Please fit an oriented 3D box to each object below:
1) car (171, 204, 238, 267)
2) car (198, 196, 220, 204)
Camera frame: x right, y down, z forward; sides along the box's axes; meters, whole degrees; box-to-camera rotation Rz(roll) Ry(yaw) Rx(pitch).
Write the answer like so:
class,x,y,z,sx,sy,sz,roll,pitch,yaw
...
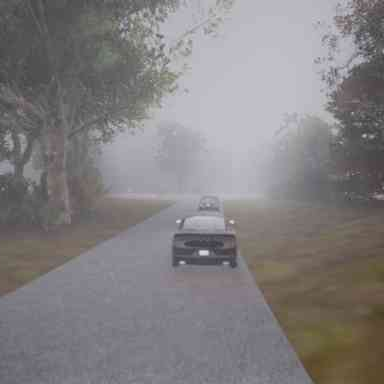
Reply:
class,x,y,z,sx,sy,sz,roll,pitch,yaw
car,0.437,1.405,11.230,1.882,1.535,5.008,0,1,3
car,1.531,1.040,29.544,2.033,1.411,5.357,0,1,4
